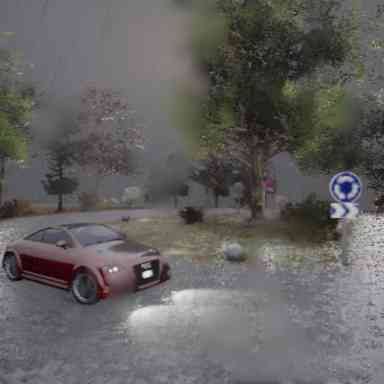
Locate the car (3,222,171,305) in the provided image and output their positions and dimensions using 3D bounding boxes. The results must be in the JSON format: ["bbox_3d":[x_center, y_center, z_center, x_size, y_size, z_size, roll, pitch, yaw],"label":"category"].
[{"bbox_3d":[-2.541,1.443,7.804,4.181,1.385,1.994,1,1,34],"label":"car"}]
